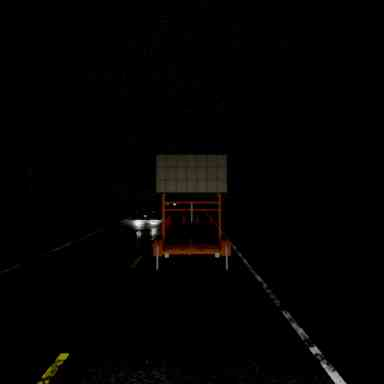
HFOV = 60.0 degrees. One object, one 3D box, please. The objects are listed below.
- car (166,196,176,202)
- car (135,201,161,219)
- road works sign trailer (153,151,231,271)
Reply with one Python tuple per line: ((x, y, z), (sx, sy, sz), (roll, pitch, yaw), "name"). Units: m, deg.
((-4.359, 1.473, 69.483), (1.882, 1.535, 5.008), (0, 0, -1), "car")
((-3.770, 1.541, 29.305), (2.033, 1.411, 5.357), (0, 0, -1), "car")
((-0.009, 0.461, 10.937), (2.380, 3.560, 2.880), (0, 0, -1), "road works sign trailer")
